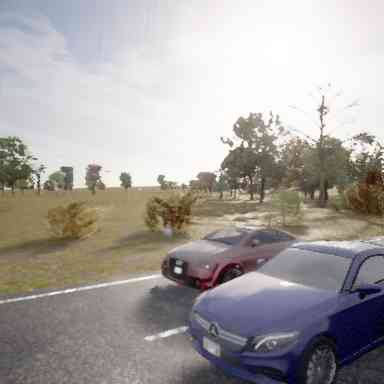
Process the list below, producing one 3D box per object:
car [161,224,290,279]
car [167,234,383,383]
[{"bbox_3d":[1.317,1.564,8.590,4.181,1.385,1.994,0,0,-35],"label":"car"},{"bbox_3d":[2.127,1.526,5.180,4.674,1.442,1.812,0,0,-35],"label":"car"}]
